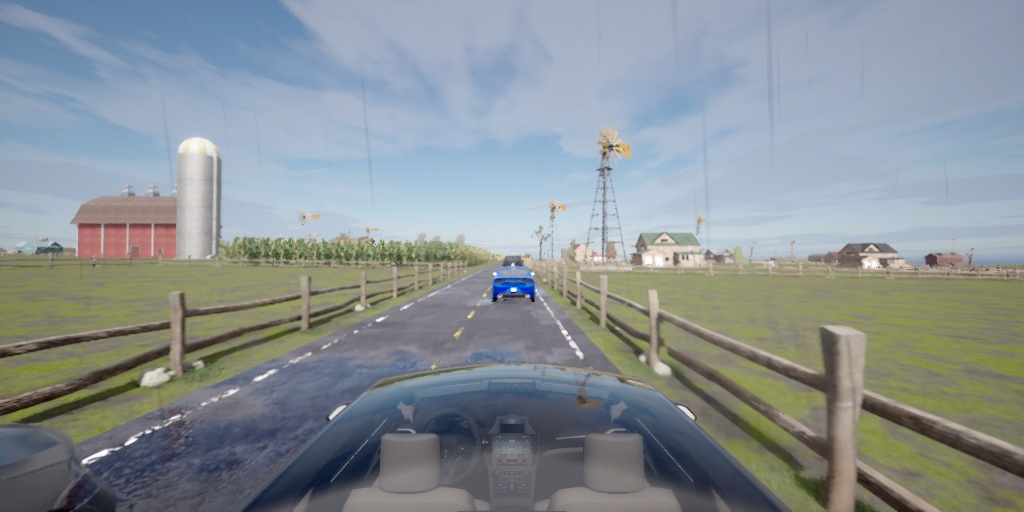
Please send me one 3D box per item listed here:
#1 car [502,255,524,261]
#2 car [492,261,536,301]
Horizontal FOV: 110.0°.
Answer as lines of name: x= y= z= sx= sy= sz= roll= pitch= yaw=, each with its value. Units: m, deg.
car: x=0.085 y=0.947 z=37.795 sx=2.150 sy=2.045 sz=5.566 roll=0 pitch=0 yaw=0
car: x=0.079 y=1.215 z=17.233 sx=1.882 sy=1.535 sz=5.008 roll=0 pitch=0 yaw=0
